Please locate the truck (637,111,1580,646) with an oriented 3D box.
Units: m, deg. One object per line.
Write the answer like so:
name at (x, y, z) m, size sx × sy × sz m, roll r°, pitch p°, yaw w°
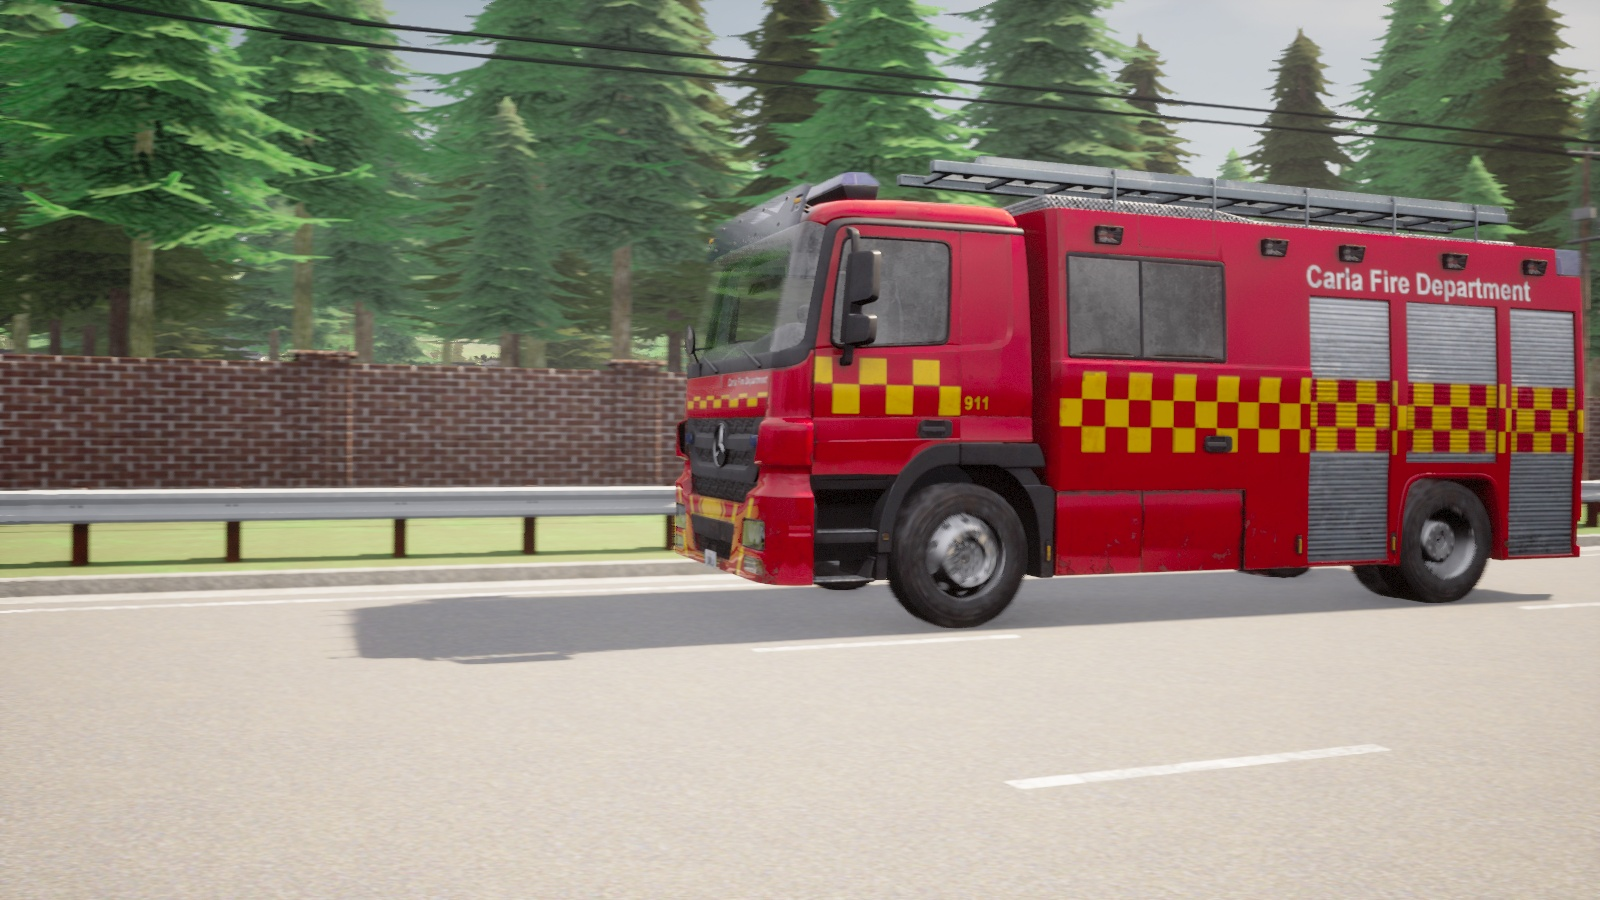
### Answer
truck at (2.976, -0.592, 11.842) m, size 8.468 × 3.827 × 2.891 m, roll -1°, pitch 1°, yaw -21°
